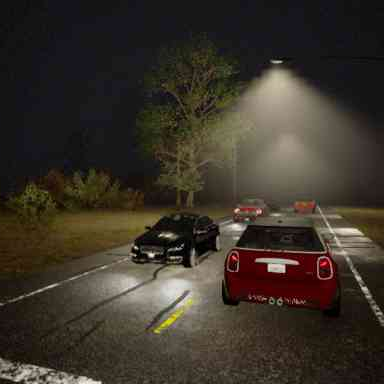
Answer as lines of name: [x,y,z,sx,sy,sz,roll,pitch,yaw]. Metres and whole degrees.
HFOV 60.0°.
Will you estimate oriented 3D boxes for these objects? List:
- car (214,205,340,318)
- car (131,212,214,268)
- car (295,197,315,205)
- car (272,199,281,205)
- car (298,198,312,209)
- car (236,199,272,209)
car: [2.187,1.353,7.826,2.097,1.767,4.553,0,0,19]
car: [-0.326,1.507,11.518,1.837,1.490,4.892,0,0,19]
car: [12.683,1.360,37.363,2.097,1.767,4.553,0,0,20]
car: [8.919,1.485,37.532,1.882,1.535,5.008,0,0,20]
car: [15.881,1.538,46.584,1.812,1.442,4.674,0,0,19]
car: [4.595,1.356,25.426,2.097,1.767,4.553,0,0,20]
